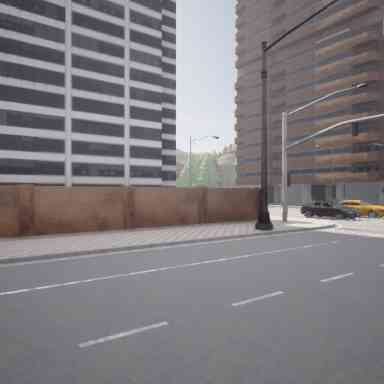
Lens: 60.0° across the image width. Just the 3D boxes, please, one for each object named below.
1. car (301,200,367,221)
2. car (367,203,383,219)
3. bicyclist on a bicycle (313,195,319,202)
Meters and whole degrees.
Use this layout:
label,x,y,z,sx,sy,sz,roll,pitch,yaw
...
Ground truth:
label,x,y,z,sx,sy,sz,roll,pitch,yaw
car,11.491,1.505,27.811,1.837,1.490,4.892,0,0,-36
car,14.754,1.478,29.678,1.882,1.535,5.008,0,0,-40
bicyclist on a bicycle,17.250,1.301,46.287,1.656,1.620,0.582,0,0,-36
